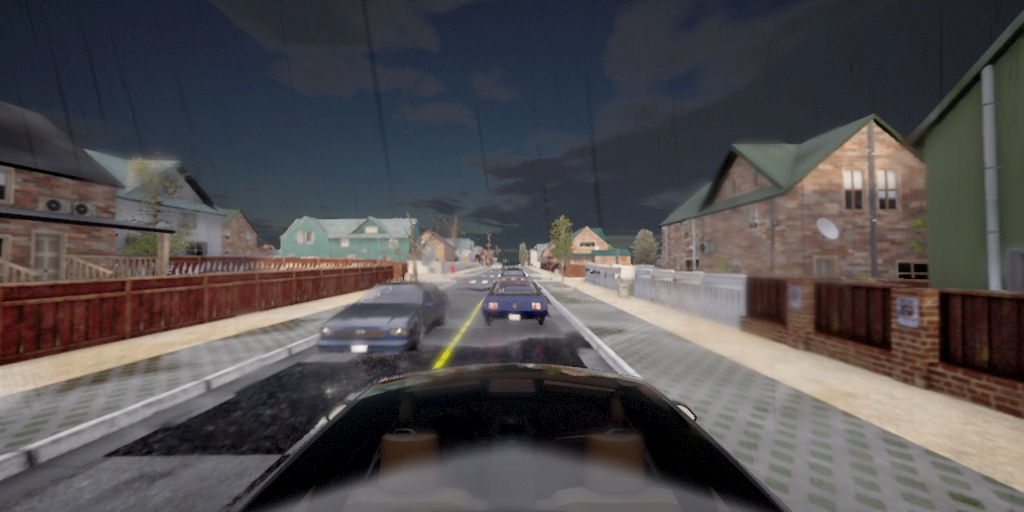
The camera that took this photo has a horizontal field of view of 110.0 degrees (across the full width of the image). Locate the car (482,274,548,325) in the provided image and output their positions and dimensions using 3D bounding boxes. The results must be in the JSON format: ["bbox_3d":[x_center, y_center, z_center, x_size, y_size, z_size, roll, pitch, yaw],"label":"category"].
[{"bbox_3d":[0.093,1.457,12.285,1.895,1.301,4.718,0,-1,0],"label":"car"}]

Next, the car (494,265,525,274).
[{"bbox_3d":[0.087,1.527,23.802,2.033,1.411,5.357,0,-1,0],"label":"car"}]

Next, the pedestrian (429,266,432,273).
[{"bbox_3d":[-9.618,1.115,42.147,0.375,1.860,0.375,0,-3,0],"label":"pedestrian"}]

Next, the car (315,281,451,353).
[{"bbox_3d":[-2.847,1.374,9.363,2.033,1.411,5.357,0,-1,0],"label":"car"}]
